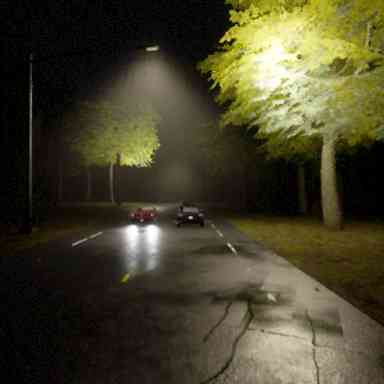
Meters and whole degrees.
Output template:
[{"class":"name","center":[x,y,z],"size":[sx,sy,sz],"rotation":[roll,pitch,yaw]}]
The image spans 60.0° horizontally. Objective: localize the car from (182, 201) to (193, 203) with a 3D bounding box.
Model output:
[{"class":"car","center":[-0.530,1.842,41.321],"size":[1.837,1.490,4.892],"rotation":[-1,-1,-1]}]

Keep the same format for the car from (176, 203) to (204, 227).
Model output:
[{"class":"car","center":[-0.131,1.748,24.828],"size":[1.994,1.385,4.181],"rotation":[0,-1,-1]}]

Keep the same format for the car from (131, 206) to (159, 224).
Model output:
[{"class":"car","center":[-3.776,1.833,27.124],"size":[1.895,1.301,4.718],"rotation":[0,-1,-1]}]
